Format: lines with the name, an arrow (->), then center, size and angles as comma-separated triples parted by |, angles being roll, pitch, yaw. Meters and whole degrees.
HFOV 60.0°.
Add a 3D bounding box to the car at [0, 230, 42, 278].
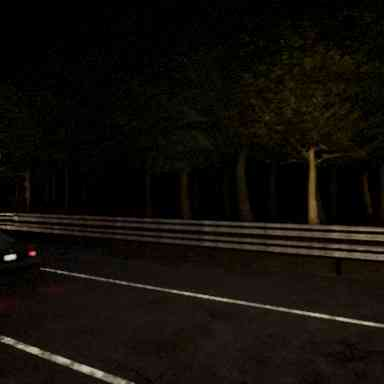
car -> -6.622, 1.693, 9.547 | 5.357, 1.411, 2.033 | -1, -1, 32
